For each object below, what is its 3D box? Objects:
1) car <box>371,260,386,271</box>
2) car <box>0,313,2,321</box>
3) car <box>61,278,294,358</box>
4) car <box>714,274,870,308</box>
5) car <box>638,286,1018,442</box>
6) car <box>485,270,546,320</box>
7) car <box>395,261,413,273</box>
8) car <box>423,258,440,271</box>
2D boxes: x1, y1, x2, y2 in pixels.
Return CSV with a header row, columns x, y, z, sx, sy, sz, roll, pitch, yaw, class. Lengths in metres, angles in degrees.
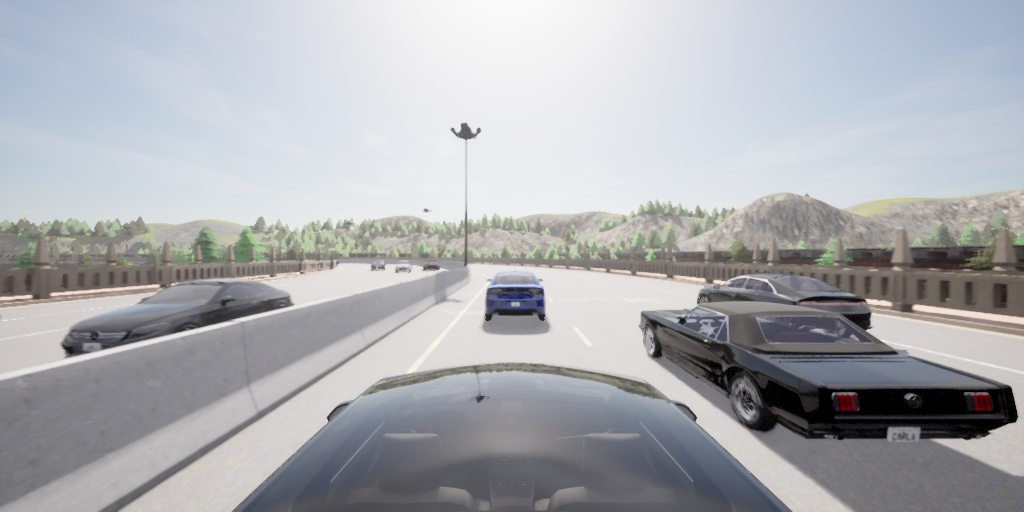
x,y,z,sx,sy,sz,roll,pitch,yaw,class
-18.601,1.263,50.007,2.128,1.511,4.902,0,0,-18,car
-14.104,1.104,7.107,2.097,1.767,4.553,0,0,0,car
-7.091,1.278,8.377,1.812,1.442,4.674,0,0,0,car
7.101,1.245,10.070,2.128,1.511,4.902,0,0,0,car
3.600,1.353,5.512,1.895,1.301,4.718,0,0,0,car
0.103,1.232,12.754,1.882,1.535,5.008,0,0,0,car
-13.369,1.294,44.369,1.812,1.442,4.674,0,0,-14,car
-11.187,1.123,49.688,2.097,1.767,4.553,0,0,-17,car
